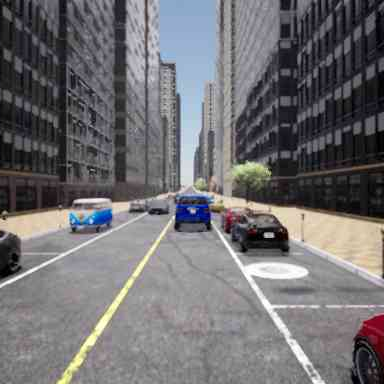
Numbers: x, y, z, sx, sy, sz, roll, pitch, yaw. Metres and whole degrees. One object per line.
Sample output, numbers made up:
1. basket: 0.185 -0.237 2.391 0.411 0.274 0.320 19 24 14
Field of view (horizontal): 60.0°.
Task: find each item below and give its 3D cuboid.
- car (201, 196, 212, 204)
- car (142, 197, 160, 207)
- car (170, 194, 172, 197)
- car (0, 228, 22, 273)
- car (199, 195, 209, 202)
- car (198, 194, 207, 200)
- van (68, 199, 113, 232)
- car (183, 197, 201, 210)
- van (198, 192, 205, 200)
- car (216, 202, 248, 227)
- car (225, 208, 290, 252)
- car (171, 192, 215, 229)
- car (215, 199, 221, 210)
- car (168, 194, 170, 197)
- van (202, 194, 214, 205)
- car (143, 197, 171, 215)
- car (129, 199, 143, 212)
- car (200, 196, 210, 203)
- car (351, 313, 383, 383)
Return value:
1. car: 2.548 1.398 59.145 1.802 1.307 4.206 0 0 0
2. car: -5.805 1.411 47.731 2.008 1.369 4.403 0 0 0
3. car: -3.176 1.175 73.991 1.837 1.490 4.892 0 0 0
4. car: -5.711 1.546 7.849 1.947 1.339 4.313 0 0 0
5. car: 2.521 1.294 70.708 1.752 1.417 4.829 0 0 0
6. car: 2.495 1.271 81.934 2.008 1.369 4.403 0 0 0
7. van: -5.739 1.292 19.244 1.690 1.788 3.998 0 0 0
8. car: 0.001 1.376 41.408 2.128 1.511 4.902 0 0 0
9. van: 2.481 1.034 87.630 1.690 1.788 3.998 0 0 0
10. car: 2.642 1.497 19.264 1.887 1.381 4.507 0 0 0
11. car: 2.655 1.533 13.566 1.947 1.339 4.313 0 0 0
12. car: 0.048 1.170 21.228 2.150 2.045 5.566 0 0 0
13. car: 2.601 1.426 36.525 1.752 1.417 4.829 0 0 0
14. car: -5.912 1.244 93.310 1.802 1.307 4.206 0 0 0
15. van: 2.562 1.181 53.446 1.690 1.788 3.998 0 0 0
16. car: -3.177 1.460 32.631 2.033 1.411 5.357 0 0 0
17. car: -5.779 1.451 36.336 2.008 1.369 4.403 0 0 0
18. car: 2.535 1.375 64.842 1.802 1.307 4.206 0 0 0
19. car: 2.682 1.577 2.172 1.802 1.307 4.206 0 0 0
